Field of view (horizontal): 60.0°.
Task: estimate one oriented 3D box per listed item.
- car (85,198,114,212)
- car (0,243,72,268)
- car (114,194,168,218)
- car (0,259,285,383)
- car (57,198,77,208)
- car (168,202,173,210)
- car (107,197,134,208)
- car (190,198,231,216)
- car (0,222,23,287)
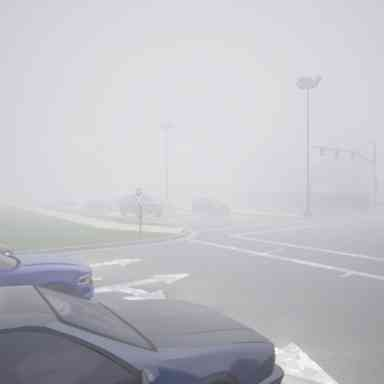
[{"bbox_3d":[-10.938,1.489,38.818,2.128,1.511,4.902,0,0,-36],"label":"car"},{"bbox_3d":[-4.078,1.478,5.157,5.008,1.535,1.882,0,0,-35],"label":"car"},{"bbox_3d":[-4.766,1.219,30.354,2.150,2.045,5.566,0,0,-36],"label":"car"},{"bbox_3d":[-1.685,1.547,2.560,5.357,1.411,2.033,0,0,-35],"label":"car"},{"bbox_3d":[-18.697,1.562,49.523,1.994,1.385,4.181,0,0,-36],"label":"car"},{"bbox_3d":[-4.203,1.488,41.462,2.128,1.511,4.902,0,0,-36],"label":"car"},{"bbox_3d":[-11.041,1.544,50.870,2.033,1.411,5.357,0,0,-36],"label":"car"},{"bbox_3d":[1.831,1.349,33.193,2.097,1.767,4.553,0,0,-36],"label":"car"},{"bbox_3d":[-6.441,1.564,7.772,4.181,1.385,1.994,0,0,-35],"label":"car"}]
